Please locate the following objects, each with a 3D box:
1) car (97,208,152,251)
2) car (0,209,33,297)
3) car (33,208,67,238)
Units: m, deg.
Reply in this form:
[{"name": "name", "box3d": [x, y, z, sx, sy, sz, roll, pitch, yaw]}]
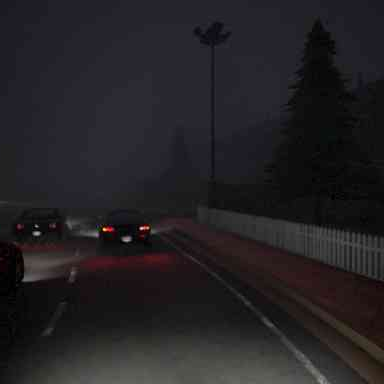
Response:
[{"name": "car", "box3d": [-2.712, 1.351, 13.173, 1.812, 1.442, 4.674, 0, 1, -15]}, {"name": "car", "box3d": [-4.476, 1.293, 5.538, 2.097, 1.767, 4.553, 0, 1, -11]}, {"name": "car", "box3d": [-7.061, 1.410, 15.896, 1.895, 1.301, 4.718, -1, 1, -17]}]
